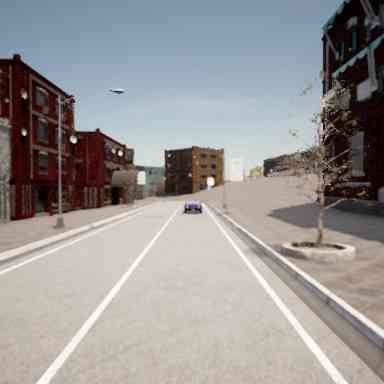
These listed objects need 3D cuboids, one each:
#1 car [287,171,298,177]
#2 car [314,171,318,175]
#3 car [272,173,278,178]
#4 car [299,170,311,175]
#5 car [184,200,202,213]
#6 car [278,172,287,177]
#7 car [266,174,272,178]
[{"bbox_3d":[22.950,-3.961,71.626,2.185,1.767,4.553,0,1,-5],"label":"car"},{"bbox_3d":[24.267,-3.565,60.462,2.002,1.452,4.674,0,1,-7],"label":"car"},{"bbox_3d":[22.135,-4.024,82.669,2.002,1.452,4.674,0,1,-2],"label":"car"},{"bbox_3d":[23.568,-3.688,65.936,2.163,1.488,4.792,0,1,-6],"label":"car"},{"bbox_3d":[0.118,1.509,35.732,1.895,1.301,4.718,0,0,0],"label":"car"},{"bbox_3d":[22.485,-3.950,77.132,2.097,1.535,5.008,0,1,-4],"label":"car"},{"bbox_3d":[21.905,-4.173,88.211,2.231,1.521,4.892,0,1,-1],"label":"car"}]
